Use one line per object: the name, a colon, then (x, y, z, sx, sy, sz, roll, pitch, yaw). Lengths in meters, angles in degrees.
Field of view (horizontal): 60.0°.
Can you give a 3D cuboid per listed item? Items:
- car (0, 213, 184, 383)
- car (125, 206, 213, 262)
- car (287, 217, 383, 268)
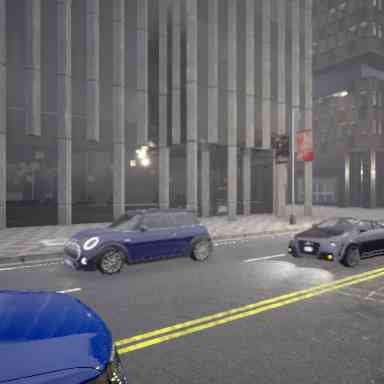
car: (-2.955, 1.221, 1.333, 5.566, 2.045, 2.150, 0, 0, -35)
car: (-1.589, 1.351, 10.520, 4.553, 1.767, 2.097, 0, 0, -35)
car: (5.196, 1.560, 11.340, 4.181, 1.385, 1.994, 0, 0, -35)
